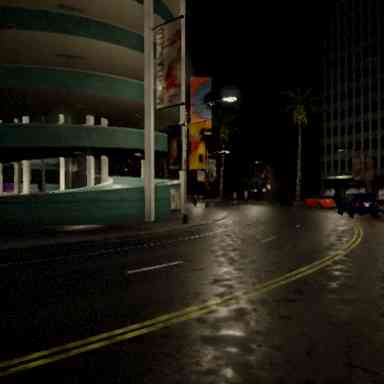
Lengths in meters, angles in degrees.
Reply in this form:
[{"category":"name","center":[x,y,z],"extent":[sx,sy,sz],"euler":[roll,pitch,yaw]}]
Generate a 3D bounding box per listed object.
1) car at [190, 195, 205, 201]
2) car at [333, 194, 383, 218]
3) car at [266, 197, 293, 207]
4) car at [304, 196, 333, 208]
[{"category":"car","center":[1.263,1.502,82.172],"extent":[2.231,1.521,4.892],"euler":[0,0,-32]},{"category":"car","center":[14.429,1.154,29.190],"extent":[2.150,2.045,5.566],"euler":[0,0,10]},{"category":"car","center":[12.759,1.425,48.751],"extent":[1.882,1.535,5.008],"euler":[0,0,-17]},{"category":"car","center":[17.256,1.274,45.360],"extent":[2.097,1.767,4.553],"euler":[0,0,-11]}]
